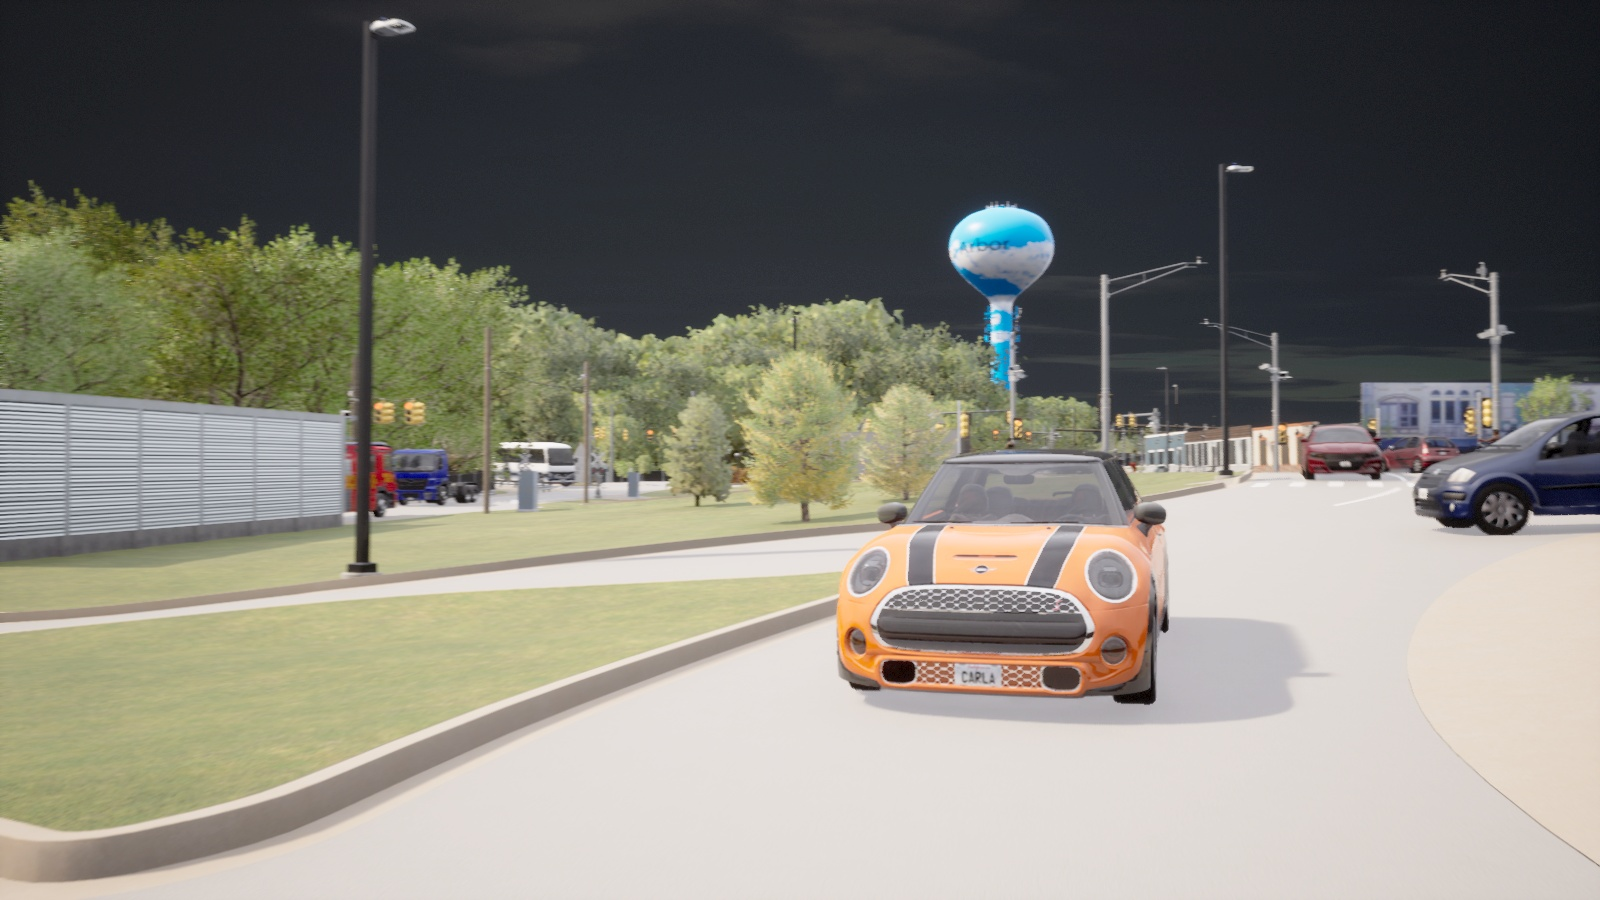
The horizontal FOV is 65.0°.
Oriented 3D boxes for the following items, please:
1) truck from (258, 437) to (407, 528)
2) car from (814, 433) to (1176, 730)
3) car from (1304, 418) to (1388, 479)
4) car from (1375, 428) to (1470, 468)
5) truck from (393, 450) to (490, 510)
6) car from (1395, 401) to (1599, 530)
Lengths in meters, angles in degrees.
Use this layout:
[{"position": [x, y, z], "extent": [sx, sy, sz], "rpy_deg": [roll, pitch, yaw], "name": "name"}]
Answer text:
[{"position": [-21.040, 1.414, 57.168], "extent": [2.891, 3.827, 8.468], "rpy_deg": [0, -1, 6], "name": "truck"}, {"position": [1.818, 0.778, 9.985], "extent": [2.097, 1.767, 4.553], "rpy_deg": [-1, 1, 18], "name": "car"}, {"position": [15.374, -0.093, 35.566], "extent": [1.882, 1.535, 5.008], "rpy_deg": [-1, 1, 20], "name": "car"}, {"position": [26.491, -0.043, 53.580], "extent": [1.851, 1.617, 3.988], "rpy_deg": [0, -1, -5], "name": "car"}, {"position": [-22.151, 1.804, 78.020], "extent": [2.891, 3.462, 7.936], "rpy_deg": [-1, -1, 7], "name": "truck"}, {"position": [10.700, 0.157, 17.401], "extent": [3.988, 1.617, 1.851], "rpy_deg": [-3, 0, 8], "name": "car"}]
